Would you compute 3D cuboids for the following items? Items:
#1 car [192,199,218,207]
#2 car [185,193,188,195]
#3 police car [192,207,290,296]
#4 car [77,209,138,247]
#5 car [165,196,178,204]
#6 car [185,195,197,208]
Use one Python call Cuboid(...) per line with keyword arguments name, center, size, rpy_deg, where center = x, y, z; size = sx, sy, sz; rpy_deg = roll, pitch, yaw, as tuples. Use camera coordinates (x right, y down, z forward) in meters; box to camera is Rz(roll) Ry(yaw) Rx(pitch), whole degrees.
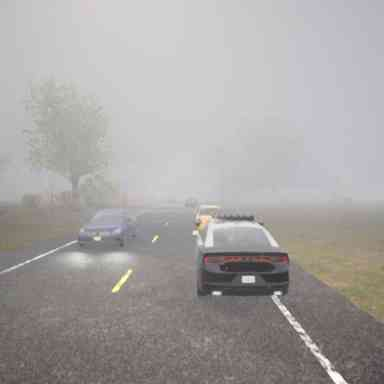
Cuboid(name="car", center=(1.045, 1.436, 18.843), size=(1.801, 1.575, 5.366), rpy_deg=(0, 0, 0))
Cuboid(name="car", center=(-0.005, 1.397, 60.280), size=(1.837, 1.490, 4.892), rpy_deg=(0, 0, 0))
Cuboid(name="police car", center=(1.048, 1.417, 8.763), size=(1.930, 1.638, 5.238), rpy_deg=(0, 0, 0))
Cuboid(name="car", center=(-3.604, 1.511, 14.978), size=(1.812, 1.442, 4.674), rpy_deg=(0, 0, 0))
Cuboid(name="car", center=(-3.585, 1.403, 58.969), size=(1.837, 1.490, 4.892), rpy_deg=(0, 0, 0))
Cuboid(name="car", center=(0.020, 1.491, 46.613), size=(1.994, 1.385, 4.181), rpy_deg=(0, 0, 1))
